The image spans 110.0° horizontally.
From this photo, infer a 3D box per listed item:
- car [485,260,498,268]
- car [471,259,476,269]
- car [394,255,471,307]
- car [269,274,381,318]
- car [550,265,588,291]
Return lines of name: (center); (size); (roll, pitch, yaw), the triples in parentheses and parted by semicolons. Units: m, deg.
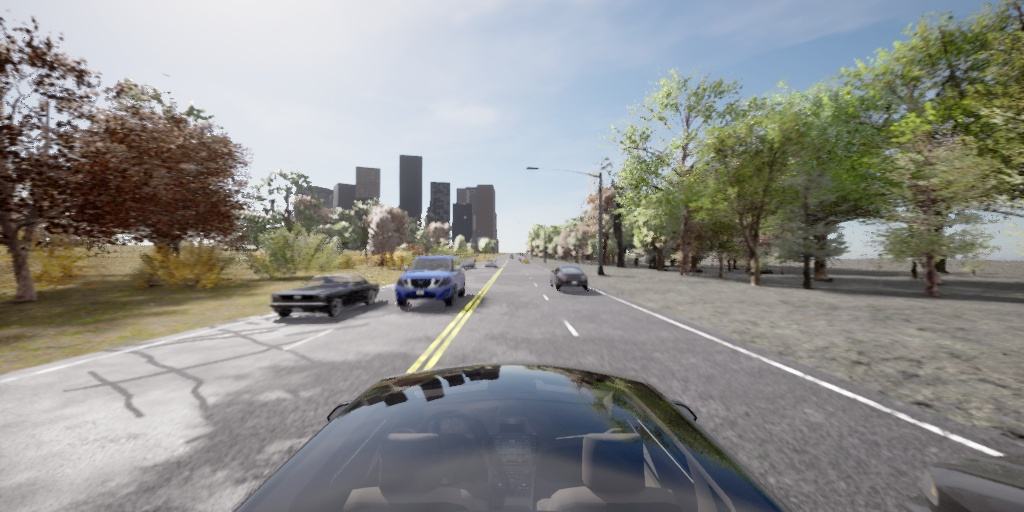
car: (-3.268, 1.270, 56.966); (1.895, 1.301, 4.718); (0, 0, 1)
car: (-6.530, 1.166, 54.500); (2.128, 1.511, 4.902); (0, 0, 1)
car: (-3.343, 0.974, 15.804); (2.150, 2.045, 5.566); (0, 0, 0)
car: (-6.595, 1.355, 13.235); (1.895, 1.301, 4.718); (0, 0, 0)
car: (3.359, 1.266, 21.591); (1.812, 1.442, 4.674); (0, 0, 0)
